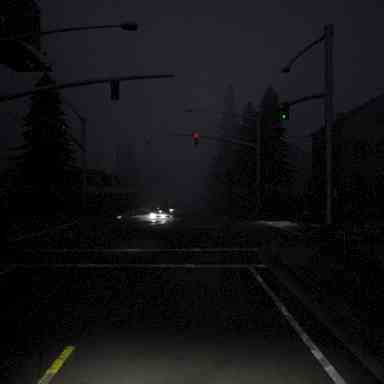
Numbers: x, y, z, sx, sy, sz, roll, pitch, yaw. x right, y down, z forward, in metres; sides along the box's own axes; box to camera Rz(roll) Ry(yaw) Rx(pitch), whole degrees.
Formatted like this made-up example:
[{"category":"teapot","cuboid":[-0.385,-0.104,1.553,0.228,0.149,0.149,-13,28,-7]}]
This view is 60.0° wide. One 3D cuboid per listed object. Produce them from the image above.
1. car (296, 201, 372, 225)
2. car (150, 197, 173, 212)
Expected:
[{"category":"car","cuboid":[9.180,1.334,21.699,4.674,1.442,1.812,0,0,0]},{"category":"car","cuboid":[-3.627,1.491,38.102,2.128,1.511,4.902,0,0,0]}]
